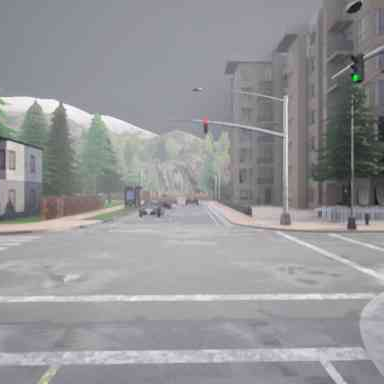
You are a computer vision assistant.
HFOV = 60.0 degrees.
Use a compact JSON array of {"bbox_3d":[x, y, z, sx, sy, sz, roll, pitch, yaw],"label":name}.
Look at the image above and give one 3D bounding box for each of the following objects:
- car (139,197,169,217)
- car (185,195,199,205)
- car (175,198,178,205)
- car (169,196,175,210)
[{"bbox_3d":[-3.597,1.434,30.109,2.128,1.511,4.902,0,0,0],"label":"car"},{"bbox_3d":[-0.008,1.247,54.509,2.097,1.767,4.553,0,0,0],"label":"car"},{"bbox_3d":[-3.523,1.455,57.324,1.994,1.385,4.181,0,0,1],"label":"car"},{"bbox_3d":[-3.590,1.520,42.139,1.895,1.301,4.718,0,0,0],"label":"car"}]
